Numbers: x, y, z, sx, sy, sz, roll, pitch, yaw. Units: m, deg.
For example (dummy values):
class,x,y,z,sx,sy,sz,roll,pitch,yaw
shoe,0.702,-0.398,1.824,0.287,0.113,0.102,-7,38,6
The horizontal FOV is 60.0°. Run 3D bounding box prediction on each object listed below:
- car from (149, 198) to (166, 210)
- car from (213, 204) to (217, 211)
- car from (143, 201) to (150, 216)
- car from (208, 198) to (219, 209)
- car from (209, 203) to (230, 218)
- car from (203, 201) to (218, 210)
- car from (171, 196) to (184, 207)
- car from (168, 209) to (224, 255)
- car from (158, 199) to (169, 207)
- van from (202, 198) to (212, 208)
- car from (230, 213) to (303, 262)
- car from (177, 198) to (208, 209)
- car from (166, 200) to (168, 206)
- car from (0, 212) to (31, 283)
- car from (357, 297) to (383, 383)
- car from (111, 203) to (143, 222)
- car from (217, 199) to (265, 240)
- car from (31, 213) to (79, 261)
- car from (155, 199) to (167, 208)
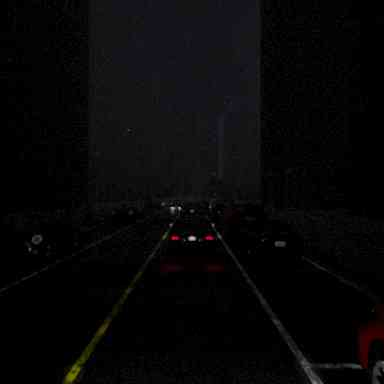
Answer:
class,x,y,z,sx,sy,sz,roll,pitch,yaw
car,-5.743,1.808,51.082,2.192,1.841,5.009,0,-1,0
car,2.771,1.771,23.517,1.887,1.381,4.507,0,-1,0
car,-5.749,1.856,34.370,1.752,1.417,4.829,0,-1,0
car,2.773,1.595,29.031,2.192,1.841,5.009,0,-1,0
car,2.776,1.878,34.542,1.887,1.381,4.507,0,-1,0
car,2.783,2.059,51.079,1.947,1.339,4.313,0,-1,0
car,-3.003,2.127,64.566,1.837,1.490,4.892,0,-1,1
car,0.007,1.682,13.989,2.033,1.411,5.357,0,-1,0
car,-5.735,2.206,67.617,2.008,1.369,4.403,0,-1,0
van,2.787,1.942,62.105,1.690,1.788,3.998,0,-1,0
car,2.767,1.686,12.492,1.947,1.339,4.313,0,-1,0
car,0.014,1.630,29.070,2.097,1.767,4.553,0,-1,0
car,-5.740,2.098,56.592,2.008,1.369,4.403,0,-1,0
car,-5.761,1.382,6.978,2.192,1.841,5.009,0,-1,0
car,2.762,1.330,1.470,2.192,1.841,5.009,0,-1,0
car,-5.752,1.719,29.029,1.967,1.590,4.097,0,-1,0
car,2.769,1.488,18.007,2.192,1.841,5.009,0,-1,0
car,-5.759,1.560,12.490,1.967,1.590,4.097,0,-1,0
car,-5.738,2.125,61.935,1.752,1.417,4.829,0,-1,0
